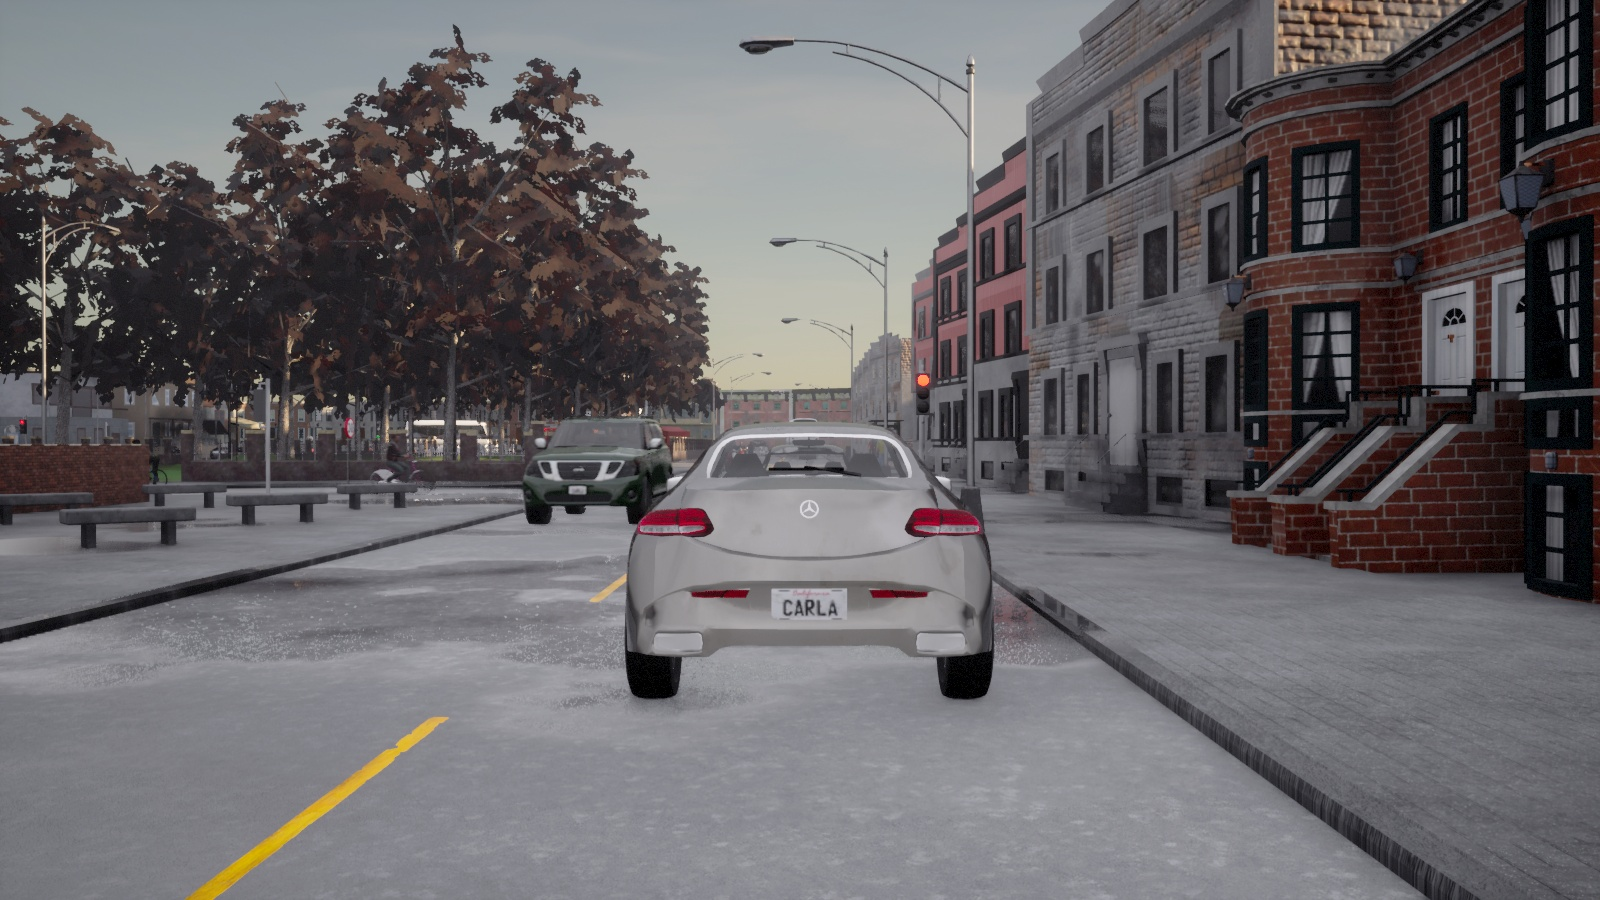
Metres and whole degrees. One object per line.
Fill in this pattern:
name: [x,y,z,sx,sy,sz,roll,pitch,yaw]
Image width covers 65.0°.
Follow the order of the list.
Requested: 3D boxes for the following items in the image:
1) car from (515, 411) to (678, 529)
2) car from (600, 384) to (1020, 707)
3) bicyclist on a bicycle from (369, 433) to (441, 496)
car: [-3.804,0.324,24.553,2.150,2.045,5.566,0,0,1]
car: [0.064,0.475,8.950,2.152,1.651,5.027,0,0,0]
bicyclist on a bicycle: [-11.287,0.405,35.912,1.843,1.776,0.659,0,0,2]
